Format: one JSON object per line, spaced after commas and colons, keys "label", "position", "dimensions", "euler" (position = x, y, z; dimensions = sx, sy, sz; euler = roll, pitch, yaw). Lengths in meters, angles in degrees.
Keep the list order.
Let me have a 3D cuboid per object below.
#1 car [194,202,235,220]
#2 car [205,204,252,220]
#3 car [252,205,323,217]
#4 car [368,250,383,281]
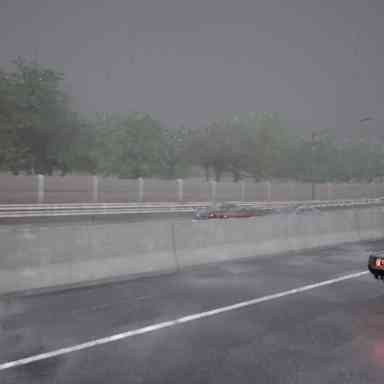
{"label": "car", "position": [2.429, 1.638, 27.218], "dimensions": [4.892, 1.490, 1.837], "euler": [1, 0, -35]}
{"label": "car", "position": [3.544, 1.725, 23.715], "dimensions": [4.718, 1.301, 1.895], "euler": [1, 0, -35]}
{"label": "car", "position": [6.537, 1.624, 21.551], "dimensions": [4.902, 1.511, 2.128], "euler": [1, 0, -35]}
{"label": "car", "position": [6.525, 1.677, 8.403], "dimensions": [4.718, 1.301, 1.895], "euler": [1, 0, -35]}
